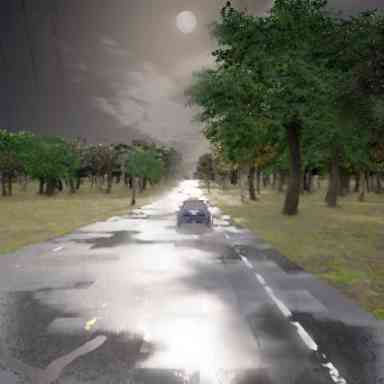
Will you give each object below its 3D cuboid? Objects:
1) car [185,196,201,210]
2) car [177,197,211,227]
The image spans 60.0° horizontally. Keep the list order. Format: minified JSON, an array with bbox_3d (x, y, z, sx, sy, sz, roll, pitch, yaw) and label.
[{"bbox_3d":[0.127,1.334,42.223,1.882,1.535,5.008,0,1,0],"label":"car"},{"bbox_3d":[0.114,1.307,22.329,2.097,1.767,4.553,0,0,0],"label":"car"}]
